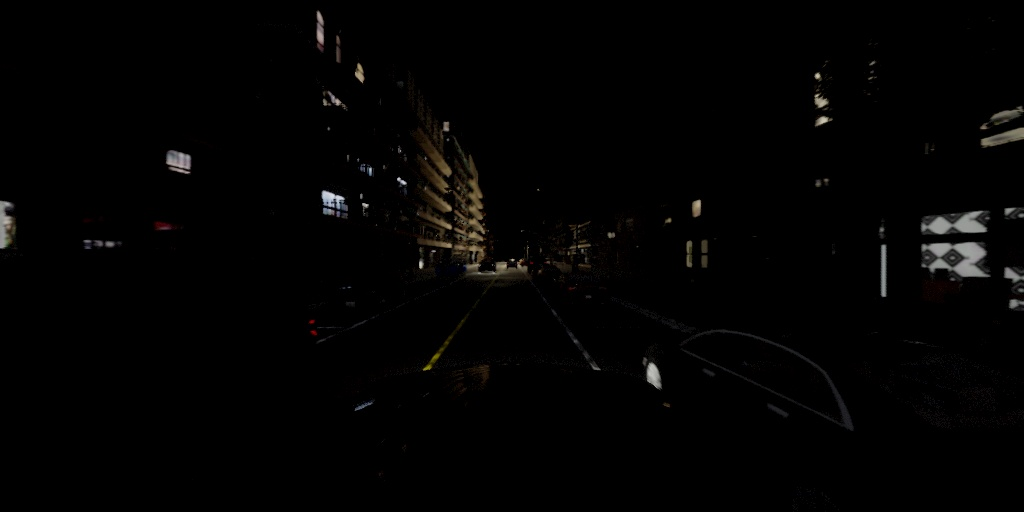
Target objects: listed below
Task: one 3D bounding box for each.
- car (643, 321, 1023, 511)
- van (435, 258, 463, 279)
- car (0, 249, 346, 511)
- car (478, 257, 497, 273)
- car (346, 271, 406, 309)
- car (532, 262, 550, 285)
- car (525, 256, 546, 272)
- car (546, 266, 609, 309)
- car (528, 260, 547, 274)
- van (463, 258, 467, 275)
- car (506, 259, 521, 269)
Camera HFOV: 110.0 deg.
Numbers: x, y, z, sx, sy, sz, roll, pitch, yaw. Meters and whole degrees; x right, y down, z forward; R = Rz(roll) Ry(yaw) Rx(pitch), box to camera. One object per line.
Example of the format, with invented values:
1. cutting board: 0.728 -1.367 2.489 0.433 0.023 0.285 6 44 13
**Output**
1. car: 2.691 1.301 3.430 2.007 1.370 4.403 0 0 0
2. van: -5.694 1.110 31.915 1.690 1.789 3.998 0 0 0
3. car: -3.101 0.971 1.539 2.150 2.045 5.566 0 0 0
4. car: -3.080 1.138 45.283 2.097 1.767 4.553 0 0 0
5. car: -5.692 1.320 14.824 1.948 1.339 4.313 0 0 0
6. car: 2.687 1.345 26.215 1.802 1.307 4.207 0 0 0
7. car: 2.995 1.008 42.952 2.150 2.045 5.566 0 0 0
8. car: 2.689 1.299 14.822 1.888 1.381 4.507 0 0 0
9. car: 2.687 1.314 31.913 1.888 1.381 4.507 0 0 0
10. van: -5.695 1.117 37.611 1.690 1.789 3.998 0 0 0
11. car: -0.005 1.351 56.728 2.033 1.411 5.357 0 0 0
